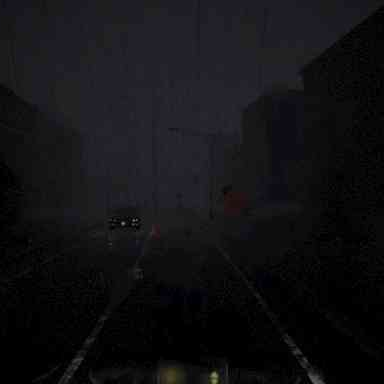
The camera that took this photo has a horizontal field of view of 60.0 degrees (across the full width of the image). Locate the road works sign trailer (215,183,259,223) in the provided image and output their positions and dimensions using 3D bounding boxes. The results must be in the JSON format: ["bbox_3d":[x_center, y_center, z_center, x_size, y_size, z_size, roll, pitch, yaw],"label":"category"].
[{"bbox_3d":[3.291,1.114,24.217,2.380,2.880,3.560,46,22,21],"label":"road works sign trailer"}]

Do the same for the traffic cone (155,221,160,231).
[{"bbox_3d":[-2.043,2.037,18.331,0.340,0.580,0.340,0,-1,-5],"label":"traffic cone"}]

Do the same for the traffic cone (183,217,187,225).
[{"bbox_3d":[-0.526,2.144,24.474,0.340,0.580,0.340,0,-1,-4],"label":"traffic cone"}]

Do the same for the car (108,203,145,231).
[{"bbox_3d":[-4.294,1.660,21.894,1.837,1.490,4.892,0,-1,-6],"label":"car"}]

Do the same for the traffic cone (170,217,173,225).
[{"bbox_3d":[-1.522,2.148,24.395,0.340,0.580,0.340,0,-1,-4],"label":"traffic cone"}]

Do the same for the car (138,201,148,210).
[{"bbox_3d":[-9.066,2.433,60.169,1.882,1.535,5.008,0,0,-7],"label":"car"}]
